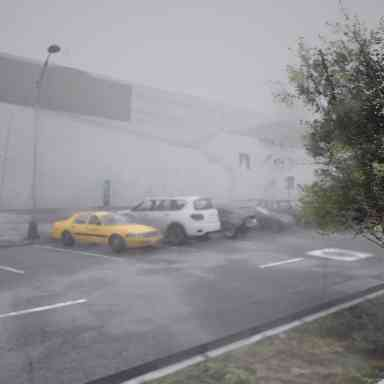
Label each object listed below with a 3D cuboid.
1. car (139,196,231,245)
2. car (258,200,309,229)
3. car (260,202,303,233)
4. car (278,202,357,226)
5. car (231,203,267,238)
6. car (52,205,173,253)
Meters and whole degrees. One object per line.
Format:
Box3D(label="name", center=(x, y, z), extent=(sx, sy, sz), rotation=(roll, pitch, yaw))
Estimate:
Box3D(label="car", center=(-1.335, 1.224, 15.638), extent=(5.566, 2.045, 2.435), rotation=(-1, 0, 35))
Box3D(label="car", center=(6.005, 1.288, 20.869), extent=(4.553, 1.767, 2.185), rotation=(-1, -1, 35))
Box3D(label="car", center=(3.589, 1.482, 19.112), extent=(4.674, 1.452, 2.002), rotation=(-1, -1, 35))
Box3D(label="car", center=(8.476, 1.424, 22.592), extent=(4.674, 1.452, 2.002), rotation=(-1, -1, 35))
Box3D(label="car", center=(1.111, 1.488, 17.376), extent=(4.792, 1.488, 2.163), rotation=(-1, 0, 35))
Box3D(label="car", center=(-3.602, 1.479, 13.777), extent=(5.366, 1.575, 1.946), rotation=(-1, -1, 35))
